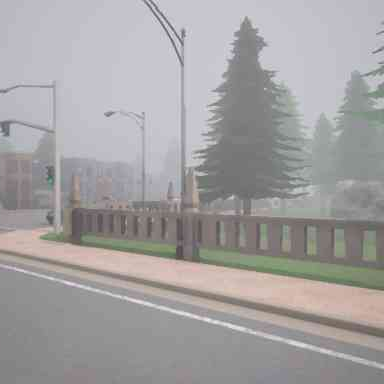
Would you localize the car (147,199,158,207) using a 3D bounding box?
[{"bbox_3d":[-4.554,1.606,47.520,1.994,1.385,4.181,0,0,35],"label":"car"}]

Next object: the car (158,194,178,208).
[{"bbox_3d":[-1.721,1.325,45.466,2.150,2.045,5.566,0,0,35],"label":"car"}]

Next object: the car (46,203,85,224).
[{"bbox_3d":[-8.304,1.495,24.155,1.994,1.385,4.181,0,0,35],"label":"car"}]
